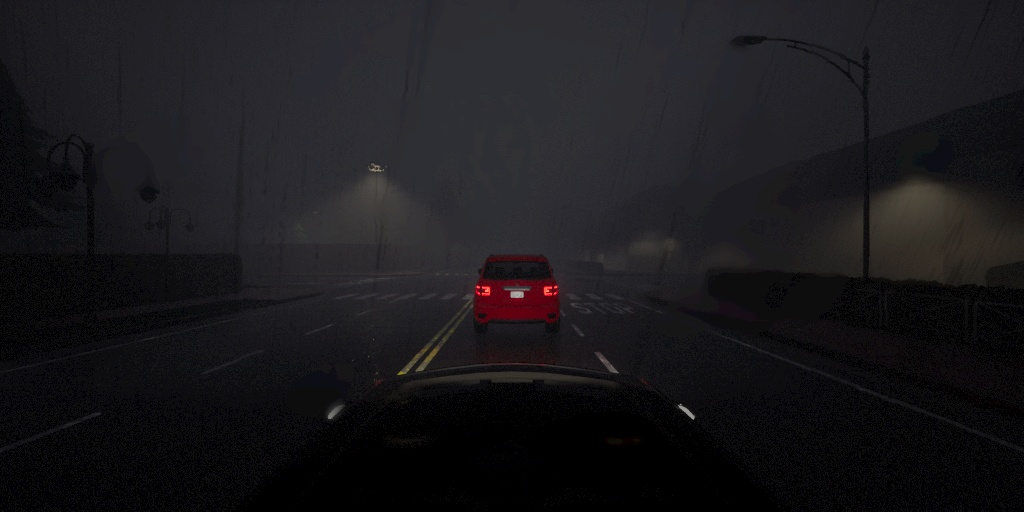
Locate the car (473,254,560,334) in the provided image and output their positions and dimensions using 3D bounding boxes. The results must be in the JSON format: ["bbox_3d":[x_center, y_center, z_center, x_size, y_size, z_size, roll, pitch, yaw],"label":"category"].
[{"bbox_3d":[0.121,0.971,10.812,2.150,2.045,5.566,0,0,0],"label":"car"}]

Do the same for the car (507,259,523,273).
[{"bbox_3d":[0.352,1.225,45.595,1.882,1.535,5.008,0,0,1],"label":"car"}]
